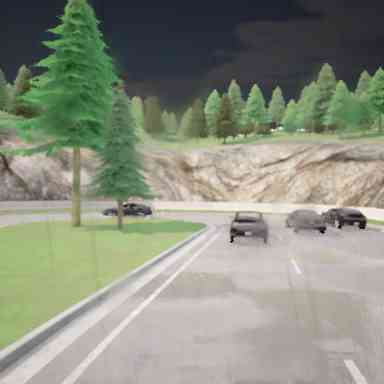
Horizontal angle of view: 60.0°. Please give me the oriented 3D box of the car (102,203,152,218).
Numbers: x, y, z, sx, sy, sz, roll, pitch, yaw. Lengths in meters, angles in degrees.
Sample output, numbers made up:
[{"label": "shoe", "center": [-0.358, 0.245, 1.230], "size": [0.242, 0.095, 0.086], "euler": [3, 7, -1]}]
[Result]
[{"label": "car", "center": [-6.471, 1.838, 33.266], "size": [4.892, 1.490, 1.837], "euler": [0, -3, -1]}]

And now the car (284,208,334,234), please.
[{"label": "car", "center": [7.303, 1.848, 21.803], "size": [2.033, 1.411, 5.357], "euler": [0, -1, 8]}]

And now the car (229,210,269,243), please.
[{"label": "car", "center": [2.994, 1.714, 17.532], "size": [2.128, 1.511, 4.902], "euler": [0, -1, 10]}]

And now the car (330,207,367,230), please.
[{"label": "car", "center": [10.878, 1.861, 24.393], "size": [1.837, 1.490, 4.892], "euler": [2, -1, 0]}]
